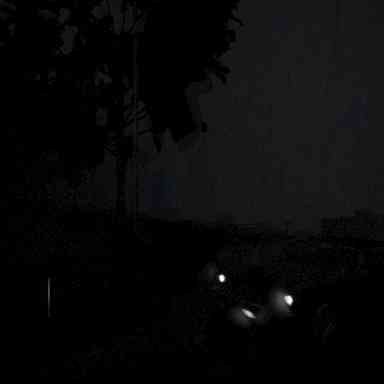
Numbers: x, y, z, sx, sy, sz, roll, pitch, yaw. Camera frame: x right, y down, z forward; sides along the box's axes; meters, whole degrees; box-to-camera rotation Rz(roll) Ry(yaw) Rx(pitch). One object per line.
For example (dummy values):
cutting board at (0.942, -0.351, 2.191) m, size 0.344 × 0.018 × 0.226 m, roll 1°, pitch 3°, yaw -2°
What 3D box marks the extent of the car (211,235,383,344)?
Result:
car at (2.690, 1.601, 6.518) m, size 4.718 × 1.301 × 1.895 m, roll 0°, pitch 0°, yaw -35°
